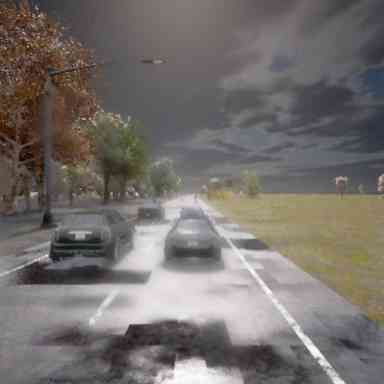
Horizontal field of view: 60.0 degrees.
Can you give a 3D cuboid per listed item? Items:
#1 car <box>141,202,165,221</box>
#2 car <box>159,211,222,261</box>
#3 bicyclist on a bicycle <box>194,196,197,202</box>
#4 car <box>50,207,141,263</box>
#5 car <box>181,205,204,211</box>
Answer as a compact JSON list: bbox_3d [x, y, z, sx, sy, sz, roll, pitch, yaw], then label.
[{"bbox_3d":[-3.450,1.627,28.679,1.882,1.535,5.008,0,0,0],"label":"car"},{"bbox_3d":[0.043,1.631,12.666,1.994,1.385,4.181,0,0,1],"label":"car"},{"bbox_3d":[0.951,1.836,88.807,0.659,1.776,1.843,0,0,0],"label":"bicyclist on a bicycle"},{"bbox_3d":[-3.456,1.417,12.463,2.097,1.767,4.553,0,0,0],"label":"car"},{"bbox_3d":[0.036,1.742,26.917,1.895,1.301,4.718,0,0,0],"label":"car"}]
